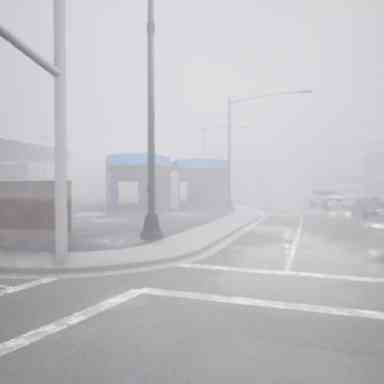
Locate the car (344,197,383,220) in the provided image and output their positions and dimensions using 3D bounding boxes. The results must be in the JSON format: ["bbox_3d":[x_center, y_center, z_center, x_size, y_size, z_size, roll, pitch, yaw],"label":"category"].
[{"bbox_3d":[12.988,1.135,24.245,2.128,1.511,4.902,0,1,12],"label":"car"}]

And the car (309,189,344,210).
[{"bbox_3d":[14.148,0.713,34.846,2.150,2.045,5.566,0,1,-2],"label":"car"}]
